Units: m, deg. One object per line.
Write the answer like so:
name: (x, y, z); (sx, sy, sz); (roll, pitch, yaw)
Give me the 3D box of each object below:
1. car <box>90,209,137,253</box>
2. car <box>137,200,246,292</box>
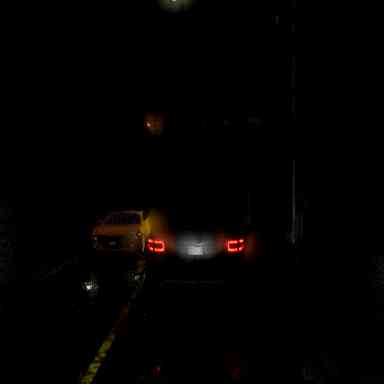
car: (-2.686, 1.479, 13.797); (1.882, 1.535, 5.008); (0, 0, 1)
car: (0.079, 1.222, 9.066); (2.150, 2.045, 5.566); (0, 0, 0)
